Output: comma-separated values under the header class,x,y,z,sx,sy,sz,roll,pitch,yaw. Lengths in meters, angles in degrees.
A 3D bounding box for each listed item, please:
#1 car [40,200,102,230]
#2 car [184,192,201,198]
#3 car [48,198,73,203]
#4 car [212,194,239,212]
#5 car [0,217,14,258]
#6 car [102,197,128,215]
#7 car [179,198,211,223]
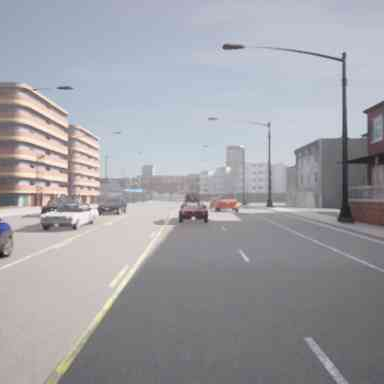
class,x,y,z,sx,sy,sz,roll,pitch,yaw
car,-7.007,1.376,19.416,1.895,1.301,4.718,0,1,0
car,0.071,1.126,45.829,2.150,2.045,5.566,0,-2,0
car,-10.509,1.169,26.927,1.994,1.385,4.181,0,0,0
car,3.490,1.066,34.137,2.097,1.767,4.553,0,-1,0
car,-7.047,1.283,9.258,2.097,1.767,4.553,0,1,1
car,-7.010,1.203,29.727,1.837,1.490,4.892,0,0,0
car,0.092,1.330,23.050,1.895,1.301,4.718,0,1,0
